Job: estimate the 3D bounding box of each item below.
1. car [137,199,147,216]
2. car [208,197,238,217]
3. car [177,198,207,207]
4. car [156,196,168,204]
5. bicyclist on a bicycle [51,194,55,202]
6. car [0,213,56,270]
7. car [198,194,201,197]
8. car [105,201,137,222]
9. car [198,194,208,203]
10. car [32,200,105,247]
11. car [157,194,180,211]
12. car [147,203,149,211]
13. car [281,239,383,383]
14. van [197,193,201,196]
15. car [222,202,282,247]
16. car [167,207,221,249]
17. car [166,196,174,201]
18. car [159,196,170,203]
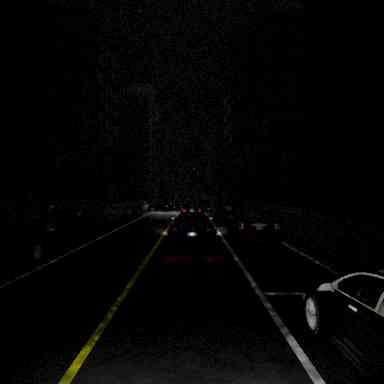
[{"bbox_3d":[-5.850,1.554,32.007,1.887,1.381,4.507,1,0,0],"label":"car"},{"bbox_3d":[2.678,1.322,26.374,2.192,1.841,5.009,1,0,0],"label":"car"},{"bbox_3d":[-0.001,1.573,29.652,2.033,1.411,5.357,0,0,0],"label":"car"},{"bbox_3d":[-5.851,1.568,64.651,1.887,1.381,4.507,1,0,0],"label":"car"},{"bbox_3d":[-23.013,1.169,55.092,0.582,1.620,1.656,0,0,0],"label":"bicyclist on a bicycle"},{"bbox_3d":[-5.850,1.545,9.508,1.887,1.381,4.507,1,0,0],"label":"car"},{"bbox_3d":[2.675,1.608,70.316,1.802,1.307,4.206,1,0,0],"label":"car"},{"bbox_3d":[-5.850,1.532,26.213,1.752,1.417,4.829,1,0,0],"label":"car"},{"bbox_3d":[2.675,1.605,64.642,1.802,1.307,4.206,1,0,0],"label":"car"},{"bbox_3d":[-5.848,1.317,15.133,2.192,1.841,5.009,1,0,0],"label":"car"},{"bbox_3d":[-2.999,1.328,42.234,2.150,2.045,5.566,0,0,0],"label":"car"},{"bbox_3d":[-5.850,1.537,37.462,1.752,1.417,4.829,1,0,0],"label":"car"},{"bbox_3d":[2.675,1.549,3.876,2.008,1.369,4.403,1,0,0],"label":"car"},{"bbox_3d":[2.677,1.374,81.663,1.690,1.788,3.998,1,0,0],"label":"van"},{"bbox_3d":[2.677,1.443,15.125,1.967,1.590,4.097,1,0,0],"label":"car"},{"bbox_3d":[0.000,1.576,14.651,1.994,1.385,4.181,0,0,0],"label":"car"},{"bbox_3d":[-5.851,1.618,87.343,1.802,1.307,4.206,1,0,0],"label":"car"},{"bbox_3d":[-5.851,1.571,70.324,1.887,1.381,4.507,1,0,0],"label":"car"}]
